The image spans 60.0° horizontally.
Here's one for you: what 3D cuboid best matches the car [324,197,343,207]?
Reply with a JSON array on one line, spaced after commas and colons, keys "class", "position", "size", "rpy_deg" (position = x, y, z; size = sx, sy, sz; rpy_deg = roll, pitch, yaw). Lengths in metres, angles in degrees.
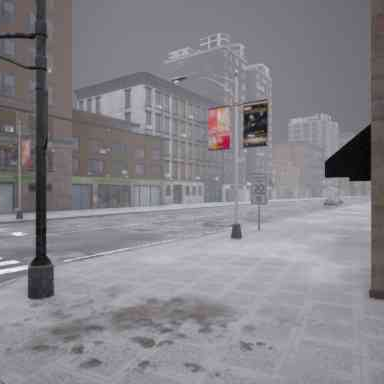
[{"class": "car", "position": [20.834, 1.378, 48.933], "size": [2.033, 1.411, 5.357], "rpy_deg": [0, 0, 35]}]
